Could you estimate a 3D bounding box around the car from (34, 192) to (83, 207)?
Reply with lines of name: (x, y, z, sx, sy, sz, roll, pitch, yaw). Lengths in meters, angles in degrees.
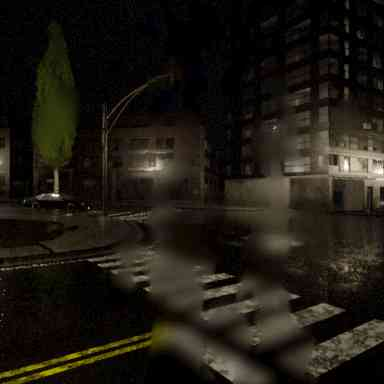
car: (-13.452, 0.721, 33.682, 4.181, 1.385, 1.994, 1, 0, 11)

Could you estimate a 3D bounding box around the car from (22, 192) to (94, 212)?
car: (-10.581, 0.787, 26.271, 5.357, 1.411, 2.033, 1, 0, 11)
